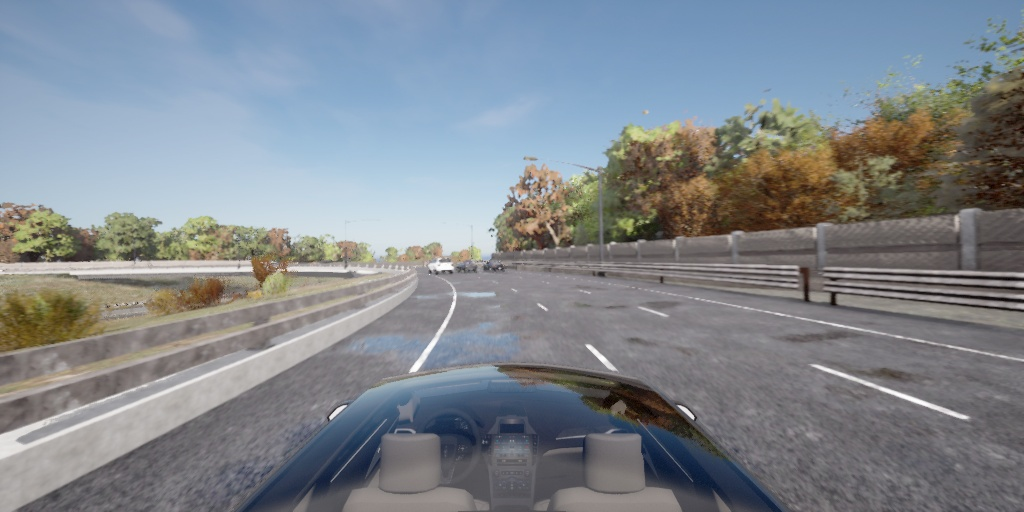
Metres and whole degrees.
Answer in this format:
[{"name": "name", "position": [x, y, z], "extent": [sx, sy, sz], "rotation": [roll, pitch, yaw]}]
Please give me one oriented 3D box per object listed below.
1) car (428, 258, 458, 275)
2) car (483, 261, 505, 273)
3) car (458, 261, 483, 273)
[{"name": "car", "position": [-9.079, 1.249, 45.588], "extent": [2.150, 2.045, 5.566], "rotation": [-1, 0, -25]}, {"name": "car", "position": [-2.515, 1.425, 47.974], "extent": [1.812, 1.442, 4.674], "rotation": [-1, 0, -25]}, {"name": "car", "position": [-6.071, 1.462, 47.395], "extent": [2.128, 1.511, 4.902], "rotation": [-1, 0, -25]}]
